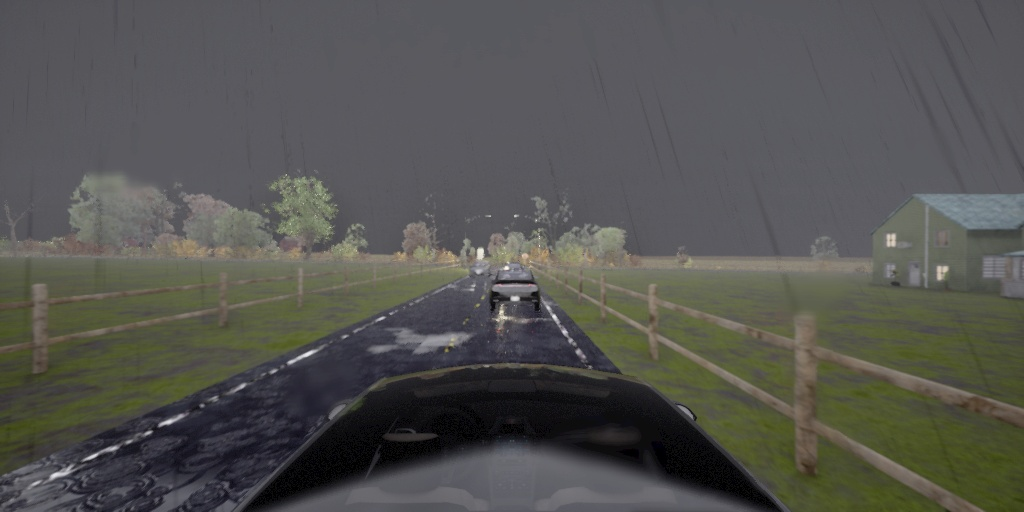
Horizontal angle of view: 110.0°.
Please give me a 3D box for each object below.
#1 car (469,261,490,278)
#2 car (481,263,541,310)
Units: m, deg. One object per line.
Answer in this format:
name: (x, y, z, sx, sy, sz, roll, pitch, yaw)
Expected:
car: (-2.833, 1.189, 33.113, 2.128, 1.511, 4.902, 0, 0, 0)
car: (0.106, 1.216, 14.465, 2.128, 1.511, 4.902, 0, 0, 0)
